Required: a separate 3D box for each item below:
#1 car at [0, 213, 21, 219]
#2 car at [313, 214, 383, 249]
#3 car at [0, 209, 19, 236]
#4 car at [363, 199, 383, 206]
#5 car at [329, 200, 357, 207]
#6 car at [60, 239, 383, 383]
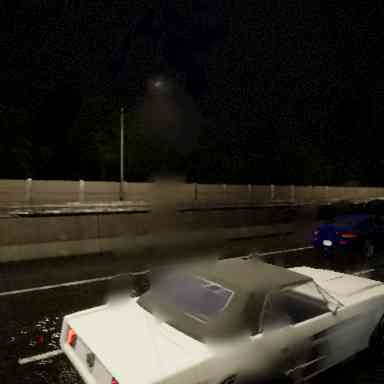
[{"bbox_3d":[-8.974,1.606,14.789,4.718,1.301,1.895,0,0,-35],"label":"car"},{"bbox_3d":[6.496,1.580,12.674,4.674,1.442,1.812,0,0,-35],"label":"car"},{"bbox_3d":[-11.684,1.602,17.155,4.718,1.301,1.895,0,0,-35],"label":"car"},{"bbox_3d":[23.723,1.661,42.366,5.008,1.535,1.882,0,0,-35],"label":"car"},{"bbox_3d":[20.005,1.741,44.016,4.181,1.385,1.994,0,0,-35],"label":"car"},{"bbox_3d":[0.929,1.615,4.408,4.718,1.301,1.895,0,0,-35],"label":"car"}]
